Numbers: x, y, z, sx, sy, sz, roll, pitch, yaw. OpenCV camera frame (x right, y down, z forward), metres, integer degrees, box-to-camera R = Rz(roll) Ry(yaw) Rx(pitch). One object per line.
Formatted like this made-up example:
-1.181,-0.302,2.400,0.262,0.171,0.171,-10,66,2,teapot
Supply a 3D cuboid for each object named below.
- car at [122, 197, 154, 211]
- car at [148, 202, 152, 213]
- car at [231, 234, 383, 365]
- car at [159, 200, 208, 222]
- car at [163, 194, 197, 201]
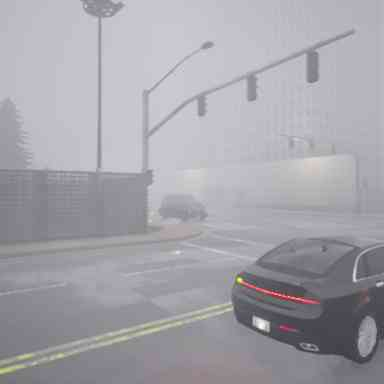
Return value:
-6.760,1.470,41.125,1.882,1.535,5.008,0,0,-35,car
-6.374,1.205,34.521,2.150,2.045,5.566,0,0,-36,car
2.856,1.520,5.906,4.892,1.490,1.837,0,0,-37,car
-0.762,1.584,26.573,1.895,1.301,4.718,0,0,-34,car
-0.978,1.215,32.971,2.150,2.045,5.566,0,0,-35,car
